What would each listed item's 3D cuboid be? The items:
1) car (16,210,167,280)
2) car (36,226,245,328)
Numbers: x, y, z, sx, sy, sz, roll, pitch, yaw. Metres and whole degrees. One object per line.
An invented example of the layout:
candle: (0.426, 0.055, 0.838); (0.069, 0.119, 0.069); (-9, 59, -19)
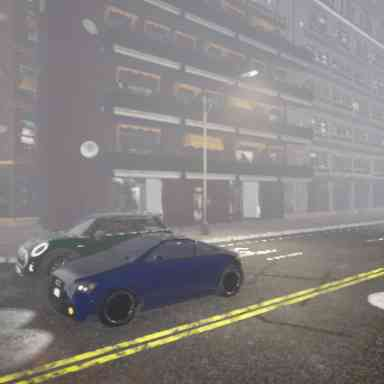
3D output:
car: (-2.673, 1.438, 9.958); (4.553, 1.767, 2.097); (1, -1, -35)
car: (-0.826, 1.629, 7.167); (4.181, 1.385, 1.994); (1, -1, -37)
